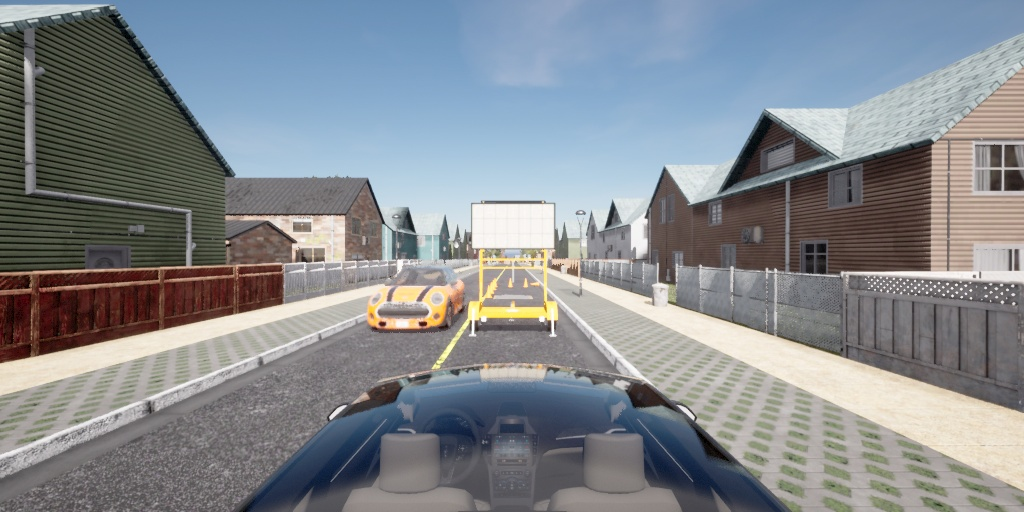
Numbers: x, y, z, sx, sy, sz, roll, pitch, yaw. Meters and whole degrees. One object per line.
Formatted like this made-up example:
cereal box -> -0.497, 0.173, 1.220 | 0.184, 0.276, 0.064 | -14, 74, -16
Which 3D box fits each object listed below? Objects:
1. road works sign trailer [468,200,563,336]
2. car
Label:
road works sign trailer -> 0.035, 0.215, 10.338 | 2.380, 3.560, 2.880 | 0, 0, 1
car -> -2.717, 1.103, 11.151 | 2.097, 1.767, 4.553 | 0, 0, 0
